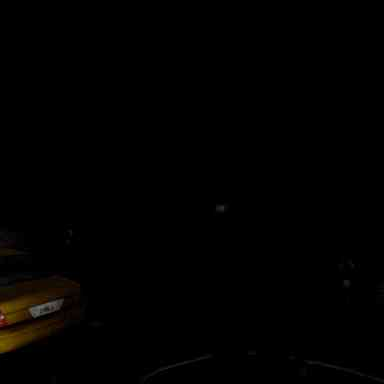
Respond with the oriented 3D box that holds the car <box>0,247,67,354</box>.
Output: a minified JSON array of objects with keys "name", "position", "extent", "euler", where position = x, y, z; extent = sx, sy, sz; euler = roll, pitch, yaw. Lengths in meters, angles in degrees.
[{"name":"car","position":[-3.826,1.525,5.800],"extent":[4.829,1.417,1.752],"euler":[0,0,35]}]

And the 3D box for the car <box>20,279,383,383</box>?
[{"name":"car","position":[0.813,1.566,2.499],"extent":[4.313,1.339,1.947],"euler":[0,0,35]}]
